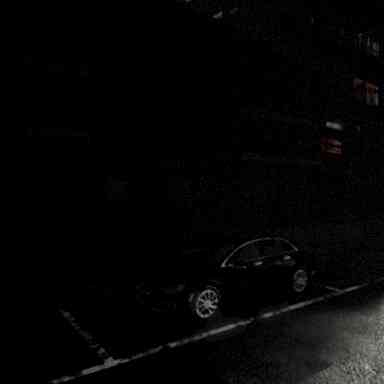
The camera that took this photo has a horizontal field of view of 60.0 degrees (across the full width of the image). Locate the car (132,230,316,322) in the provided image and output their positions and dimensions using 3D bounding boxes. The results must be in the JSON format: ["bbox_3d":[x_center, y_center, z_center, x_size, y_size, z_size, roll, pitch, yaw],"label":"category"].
[{"bbox_3d":[0.874,1.557,7.163,4.403,1.369,2.008,0,1,-35],"label":"car"}]
